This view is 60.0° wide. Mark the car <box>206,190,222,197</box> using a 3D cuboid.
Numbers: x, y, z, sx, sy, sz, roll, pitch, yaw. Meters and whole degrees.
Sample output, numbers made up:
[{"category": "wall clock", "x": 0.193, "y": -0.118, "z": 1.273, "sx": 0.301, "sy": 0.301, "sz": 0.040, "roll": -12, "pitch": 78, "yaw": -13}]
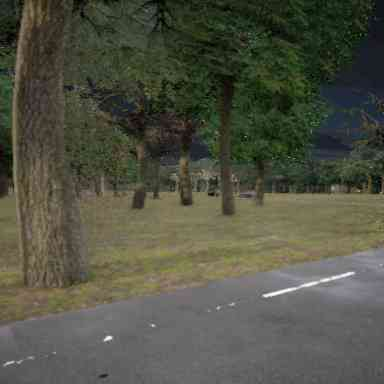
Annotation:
[{"category": "car", "x": 5.286, "y": 0.268, "z": 76.958, "sx": 2.097, "sy": 1.767, "sz": 4.553, "roll": 2, "pitch": -1, "yaw": -36}]

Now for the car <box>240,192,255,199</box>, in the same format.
[{"category": "car", "x": 11.863, "y": 0.650, "z": 67.861, "sx": 2.128, "sy": 1.511, "sz": 4.902, "roll": 2, "pitch": -1, "yaw": -36}]
